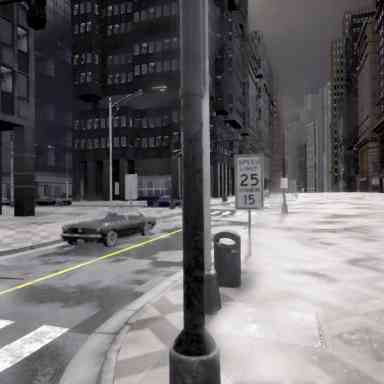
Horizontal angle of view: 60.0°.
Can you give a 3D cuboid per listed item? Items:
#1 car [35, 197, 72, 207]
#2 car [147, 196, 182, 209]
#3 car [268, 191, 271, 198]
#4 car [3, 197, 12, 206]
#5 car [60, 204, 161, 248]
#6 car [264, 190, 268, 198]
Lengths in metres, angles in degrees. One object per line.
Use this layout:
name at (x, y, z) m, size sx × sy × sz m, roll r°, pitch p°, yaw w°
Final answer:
car at (-16.800, 1.245, 39.784) m, size 4.718 × 1.301 × 1.895 m, roll -1°, pitch 0°, yaw 19°
car at (-2.251, 1.106, 35.151) m, size 4.718 × 1.301 × 1.895 m, roll 0°, pitch 0°, yaw 14°
car at (14.603, 0.411, 66.634) m, size 2.128 × 1.511 × 4.902 m, roll -1°, pitch 1°, yaw 19°
car at (-27.450, 1.327, 46.803) m, size 4.181 × 1.385 × 1.994 m, roll 0°, pitch 0°, yaw 19°
car at (-3.323, 1.429, 14.148) m, size 1.895 × 1.301 × 4.718 m, roll -1°, pitch 1°, yaw 19°
car at (11.228, 0.632, 56.940) m, size 1.994 × 1.385 × 4.181 m, roll -1°, pitch 1°, yaw 19°
